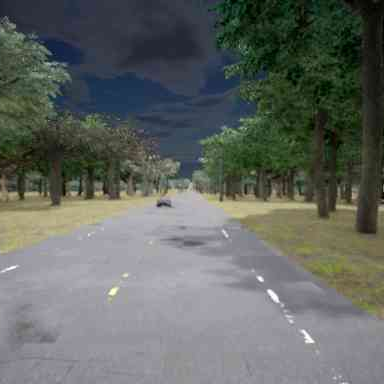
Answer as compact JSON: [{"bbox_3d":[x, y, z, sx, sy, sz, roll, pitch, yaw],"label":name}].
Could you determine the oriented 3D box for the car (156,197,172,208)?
[{"bbox_3d":[-3.602,1.326,43.780,2.033,1.411,5.357,0,0,0],"label":"car"}]
